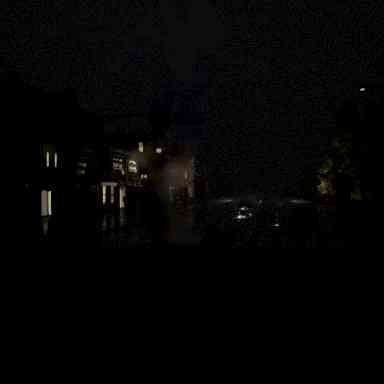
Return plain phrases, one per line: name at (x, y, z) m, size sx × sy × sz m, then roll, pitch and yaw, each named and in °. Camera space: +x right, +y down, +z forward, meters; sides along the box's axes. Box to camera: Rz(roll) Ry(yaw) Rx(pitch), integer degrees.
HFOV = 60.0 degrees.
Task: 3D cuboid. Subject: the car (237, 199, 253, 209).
car at (7.098, 1.598, 44.274) m, size 1.895 × 1.301 × 4.718 m, roll 0°, pitch 0°, yaw 12°
